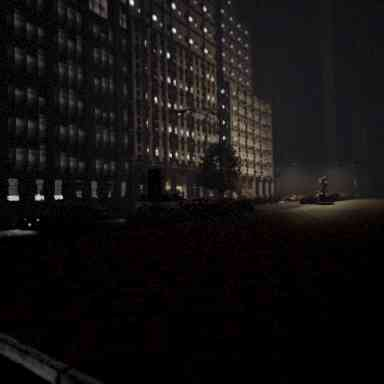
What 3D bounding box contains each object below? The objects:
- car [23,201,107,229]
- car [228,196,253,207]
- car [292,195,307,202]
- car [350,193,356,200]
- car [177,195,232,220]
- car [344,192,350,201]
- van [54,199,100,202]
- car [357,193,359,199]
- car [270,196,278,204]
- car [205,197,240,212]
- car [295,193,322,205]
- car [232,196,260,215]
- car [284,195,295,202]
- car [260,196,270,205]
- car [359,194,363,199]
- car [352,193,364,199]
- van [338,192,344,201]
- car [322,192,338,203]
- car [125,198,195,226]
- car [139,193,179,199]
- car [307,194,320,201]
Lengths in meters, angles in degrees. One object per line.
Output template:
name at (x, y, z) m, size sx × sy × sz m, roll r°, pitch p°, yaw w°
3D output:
car at (-8.120, 1.540, 21.886) m, size 2.033 × 1.411 × 5.357 m, roll -2°, pitch -1°, yaw 35°
car at (7.131, 1.365, 48.409) m, size 1.967 × 1.590 × 4.097 m, roll -2°, pitch -1°, yaw 35°
car at (23.092, 1.353, 71.379) m, size 1.887 × 1.381 × 4.507 m, roll -2°, pitch -1°, yaw 35°
car at (32.952, 0.858, 71.348) m, size 2.192 × 1.841 × 5.009 m, roll -2°, pitch -1°, yaw 35°
car at (1.012, 1.229, 25.539) m, size 1.967 × 1.590 × 4.097 m, roll -2°, pitch -1°, yaw 35°
car at (29.747, 1.005, 66.776) m, size 1.967 × 1.590 × 4.097 m, roll -2°, pitch -1°, yaw 35°
van at (-8.828, 1.399, 25.439) m, size 1.690 × 1.788 × 3.998 m, roll -2°, pitch -1°, yaw 35°
car at (36.181, 1.086, 75.906) m, size 1.947 × 1.339 × 4.313 m, roll -2°, pitch -1°, yaw 35°
car at (13.517, 1.427, 57.596) m, size 2.008 × 1.369 × 4.403 m, roll -2°, pitch -1°, yaw 35°
car at (3.603, 1.397, 38.738) m, size 1.837 × 1.490 × 4.892 m, roll -2°, pitch -1°, yaw 35°
car at (17.051, 1.184, 48.603) m, size 1.752 × 1.417 × 4.829 m, roll -2°, pitch -1°, yaw 35°
car at (4.202, 1.344, 30.125) m, size 1.802 × 1.307 × 4.206 m, roll -2°, pitch -1°, yaw 35°
car at (19.897, 1.271, 66.785) m, size 1.967 × 1.590 × 4.097 m, roll -2°, pitch -1°, yaw 35°
car at (10.325, 1.445, 53.001) m, size 1.887 × 1.381 × 4.507 m, roll -2°, pitch -1°, yaw 35°
car at (39.463, 1.025, 80.633) m, size 1.752 × 1.417 × 4.829 m, roll -2°, pitch -1°, yaw 35°
car at (42.553, 1.031, 85.079) m, size 2.008 × 1.369 × 4.403 m, roll -2°, pitch -1°, yaw 35°
van at (26.542, 0.929, 62.201) m, size 1.690 × 1.788 × 3.998 m, roll -2°, pitch -1°, yaw 35°
car at (23.331, 1.052, 57.633) m, size 1.967 × 1.590 × 4.097 m, roll -2°, pitch -1°, yaw 35°
car at (-2.075, 1.342, 21.092) m, size 1.752 × 1.417 × 4.829 m, roll -2°, pitch -1°, yaw 35°
car at (-1.916, 1.094, 25.789) m, size 2.150 × 2.045 × 5.566 m, roll -2°, pitch -1°, yaw 35°
car at (29.475, 1.310, 80.567) m, size 1.887 × 1.381 × 4.507 m, roll -2°, pitch -1°, yaw 35°
